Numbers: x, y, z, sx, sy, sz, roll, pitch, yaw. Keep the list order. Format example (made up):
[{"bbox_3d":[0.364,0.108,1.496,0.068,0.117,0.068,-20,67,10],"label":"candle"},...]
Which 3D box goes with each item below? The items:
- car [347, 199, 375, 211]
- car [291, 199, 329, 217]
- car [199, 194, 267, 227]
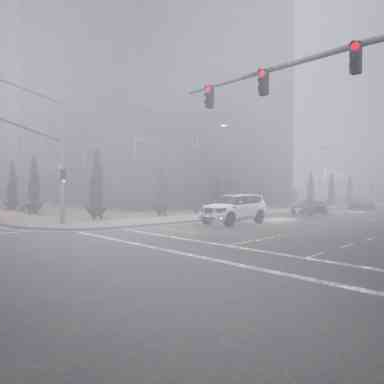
[{"bbox_3d":[20.260,1.513,39.791,4.181,1.385,1.994,0,1,-44],"label":"car"},{"bbox_3d":[10.919,1.436,30.652,4.902,1.511,2.128,0,0,-45],"label":"car"},{"bbox_3d":[2.939,1.159,22.822,5.566,2.045,2.150,0,0,-44],"label":"car"}]
